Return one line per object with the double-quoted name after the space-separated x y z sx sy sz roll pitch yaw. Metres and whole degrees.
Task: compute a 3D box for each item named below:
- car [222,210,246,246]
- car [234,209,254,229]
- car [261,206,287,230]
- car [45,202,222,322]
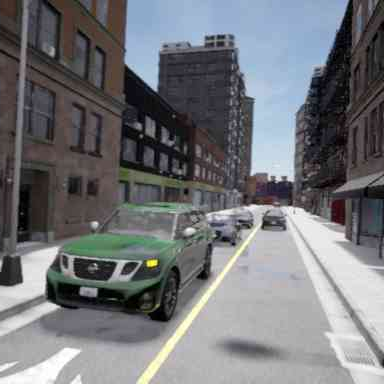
1.451 1.850 17.185 1.994 1.385 4.181 2 -1 14 "car"
3.991 2.071 27.000 2.033 1.411 5.357 2 -1 15 "car"
6.602 2.159 26.742 1.812 1.442 4.674 2 -1 15 "car"
-0.929 1.285 7.919 2.150 2.045 5.566 2 -1 15 "car"
